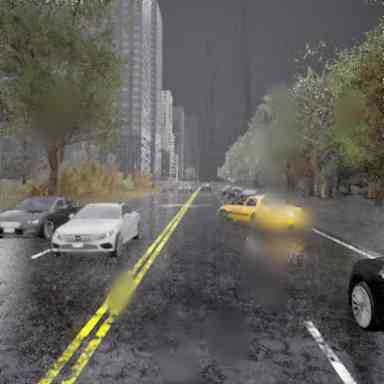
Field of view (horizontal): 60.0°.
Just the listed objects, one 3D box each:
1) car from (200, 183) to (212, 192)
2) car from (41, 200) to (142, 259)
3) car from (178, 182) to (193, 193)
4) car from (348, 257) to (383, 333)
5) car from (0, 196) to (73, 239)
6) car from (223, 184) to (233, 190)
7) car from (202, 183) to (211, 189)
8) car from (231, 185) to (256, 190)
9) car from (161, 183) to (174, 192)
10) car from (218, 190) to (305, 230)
[{"bbox_3d":[2.494,-0.743,58.621,1.812,1.442,4.674,0,2,3],"label":"car"},{"bbox_3d":[-2.892,1.066,11.060,1.812,1.442,4.674,0,2,3],"label":"car"},{"bbox_3d":[-1.024,-0.746,53.895,2.097,1.767,4.553,1,2,3],"label":"car"},{"bbox_3d":[3.375,1.377,3.484,2.128,1.511,4.902,0,2,2],"label":"car"},{"bbox_3d":[-6.035,0.928,13.619,2.128,1.511,4.902,0,2,2],"label":"car"},{"bbox_3d":[4.817,0.082,36.450,1.837,1.490,4.892,2,2,2],"label":"car"},{"bbox_3d":[3.354,-1.506,78.773,2.033,1.411,5.357,0,2,2],"label":"car"},{"bbox_3d":[4.348,0.479,25.460,1.882,1.535,5.008,2,2,2],"label":"car"},{"bbox_3d":[-4.135,-0.743,57.137,1.837,1.490,4.892,1,3,3],"label":"car"},{"bbox_3d":[3.049,0.836,15.985,1.801,1.575,5.366,0,1,-22],"label":"car"}]
